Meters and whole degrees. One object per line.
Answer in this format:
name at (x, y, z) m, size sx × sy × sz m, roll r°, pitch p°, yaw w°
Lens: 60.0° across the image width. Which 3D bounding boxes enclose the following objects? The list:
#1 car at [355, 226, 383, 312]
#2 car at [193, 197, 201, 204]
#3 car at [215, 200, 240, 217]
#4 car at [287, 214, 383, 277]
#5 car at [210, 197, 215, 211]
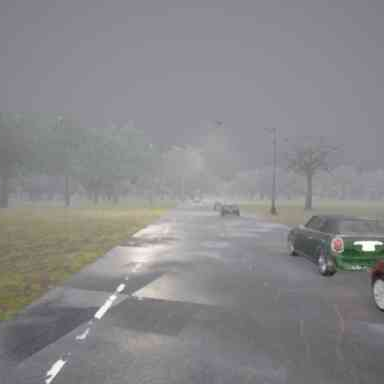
car at (4.590, 1.581, 4.882) m, size 1.882 × 1.535 × 5.008 m, roll 1°, pitch 0°, yaw 1°
car at (1.223, 2.044, 80.020) m, size 1.812 × 1.442 × 4.674 m, roll 1°, pitch 0°, yaw 2°
car at (3.935, 1.765, 35.402) m, size 2.128 × 1.511 × 4.902 m, roll 1°, pitch 0°, yaw 1°
car at (4.665, 1.488, 10.871) m, size 2.097 × 1.767 × 4.553 m, roll 1°, pitch 0°, yaw 1°
car at (3.995, 1.838, 46.665) m, size 2.128 × 1.511 × 4.902 m, roll 1°, pitch 0°, yaw 1°
